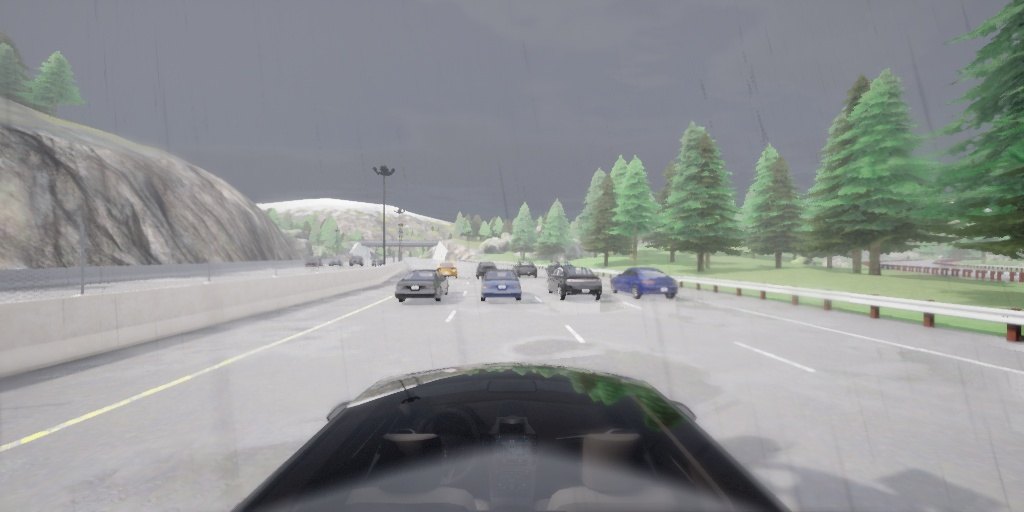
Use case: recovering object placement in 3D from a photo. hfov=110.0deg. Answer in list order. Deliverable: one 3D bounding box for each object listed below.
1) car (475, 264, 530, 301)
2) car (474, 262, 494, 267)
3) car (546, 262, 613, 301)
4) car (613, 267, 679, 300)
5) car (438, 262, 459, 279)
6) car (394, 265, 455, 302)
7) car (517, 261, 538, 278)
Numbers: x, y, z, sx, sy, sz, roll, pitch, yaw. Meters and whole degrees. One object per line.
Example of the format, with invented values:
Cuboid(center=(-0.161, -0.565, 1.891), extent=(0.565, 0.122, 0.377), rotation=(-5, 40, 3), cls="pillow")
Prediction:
Cuboid(center=(-0.590, 1.310, 17.145), extent=(2.033, 1.411, 5.357), rotation=(0, 0, -4), cls="car")
Cuboid(center=(-2.358, 1.264, 32.701), extent=(1.837, 1.490, 4.892), rotation=(0, 0, -9), cls="car")
Cuboid(center=(2.900, 1.242, 17.409), extent=(2.128, 1.511, 4.902), rotation=(0, 0, -4), cls="car")
Cuboid(center=(6.390, 1.280, 17.673), extent=(1.812, 1.442, 4.674), rotation=(0, 0, -4), cls="car")
Cuboid(center=(-5.818, 1.232, 32.175), extent=(1.882, 1.535, 5.008), rotation=(0, 0, -9), cls="car")
Cuboid(center=(-4.080, 1.310, 16.881), extent=(2.033, 1.411, 5.357), rotation=(0, 0, -4), cls="car")
Cuboid(center=(1.102, 1.243, 33.227), extent=(2.128, 1.511, 4.902), rotation=(0, 0, -9), cls="car")
